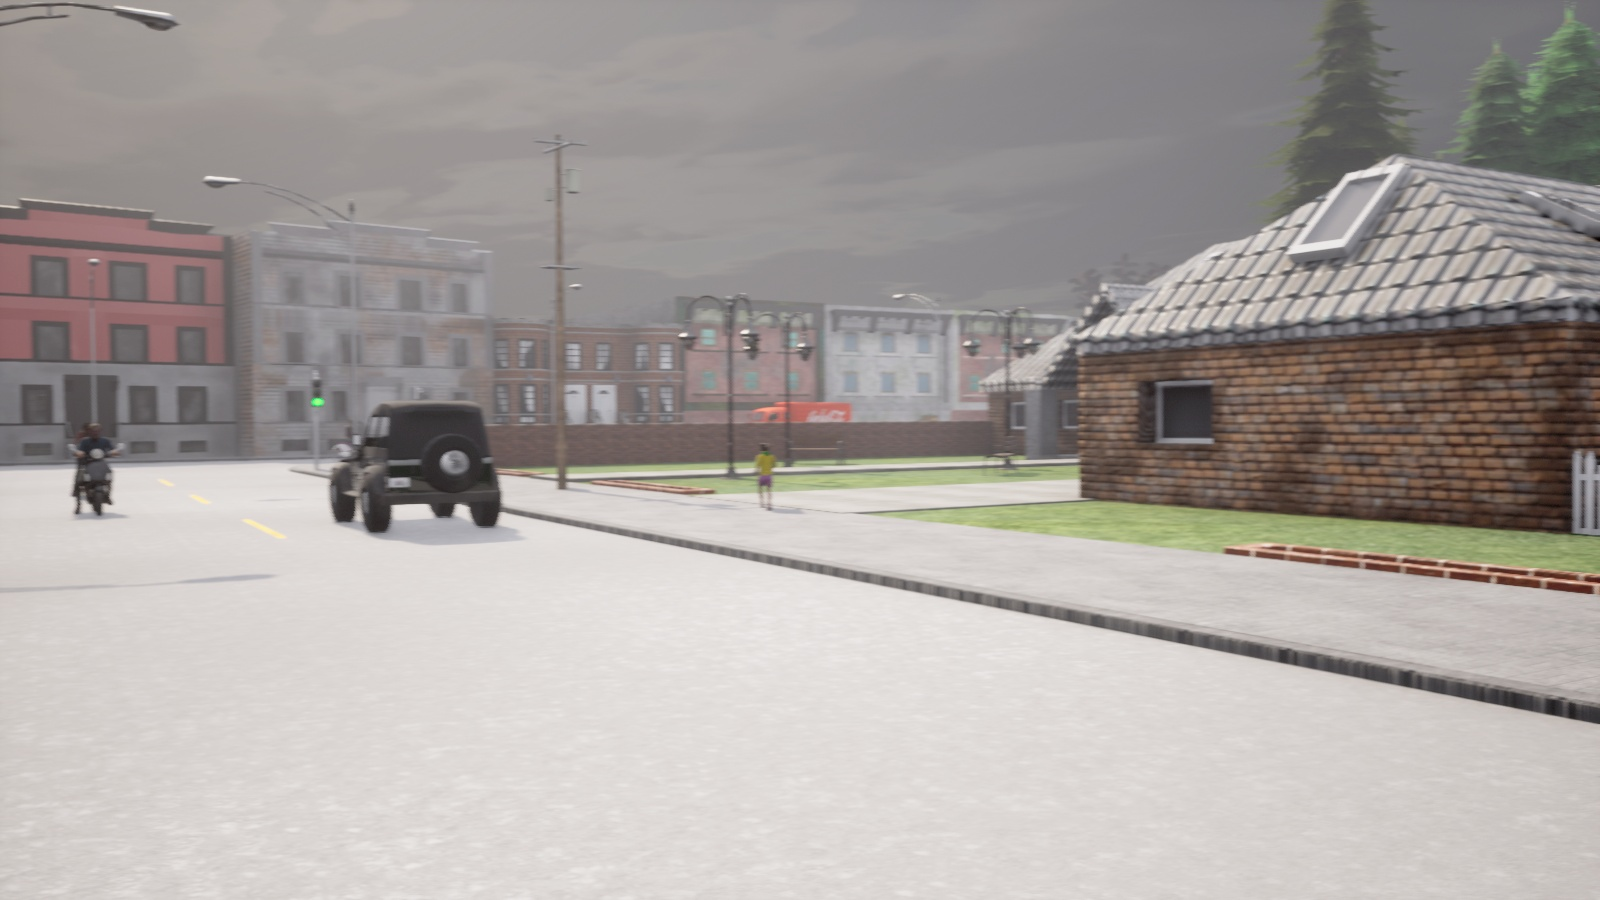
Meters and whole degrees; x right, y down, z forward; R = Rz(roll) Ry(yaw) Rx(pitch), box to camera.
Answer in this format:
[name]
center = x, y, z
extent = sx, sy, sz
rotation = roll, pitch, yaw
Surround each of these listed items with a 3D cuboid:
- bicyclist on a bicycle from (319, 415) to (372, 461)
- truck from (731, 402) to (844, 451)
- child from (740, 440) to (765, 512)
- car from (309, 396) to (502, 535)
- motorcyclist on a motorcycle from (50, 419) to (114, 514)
[bicyclist on a bicycle]
center = -17.835, -0.494, 49.271
extent = 1.843, 1.776, 0.659
rotation = -1, 3, -41
[truck]
center = -0.620, -1.224, 64.823
extent = 5.204, 2.467, 2.627
rotation = -1, 2, -31
[child]
center = -0.779, 0.418, 20.461
extent = 0.299, 1.160, 0.473
rotation = 0, 1, -15
[car]
center = -6.088, 0.159, 19.102
extent = 1.905, 1.878, 3.866
rotation = -1, 2, -31
[motorcyclist on a motorcycle]
center = -12.606, 0.245, 22.019
extent = 0.866, 1.590, 1.817
rotation = -1, 2, -33
